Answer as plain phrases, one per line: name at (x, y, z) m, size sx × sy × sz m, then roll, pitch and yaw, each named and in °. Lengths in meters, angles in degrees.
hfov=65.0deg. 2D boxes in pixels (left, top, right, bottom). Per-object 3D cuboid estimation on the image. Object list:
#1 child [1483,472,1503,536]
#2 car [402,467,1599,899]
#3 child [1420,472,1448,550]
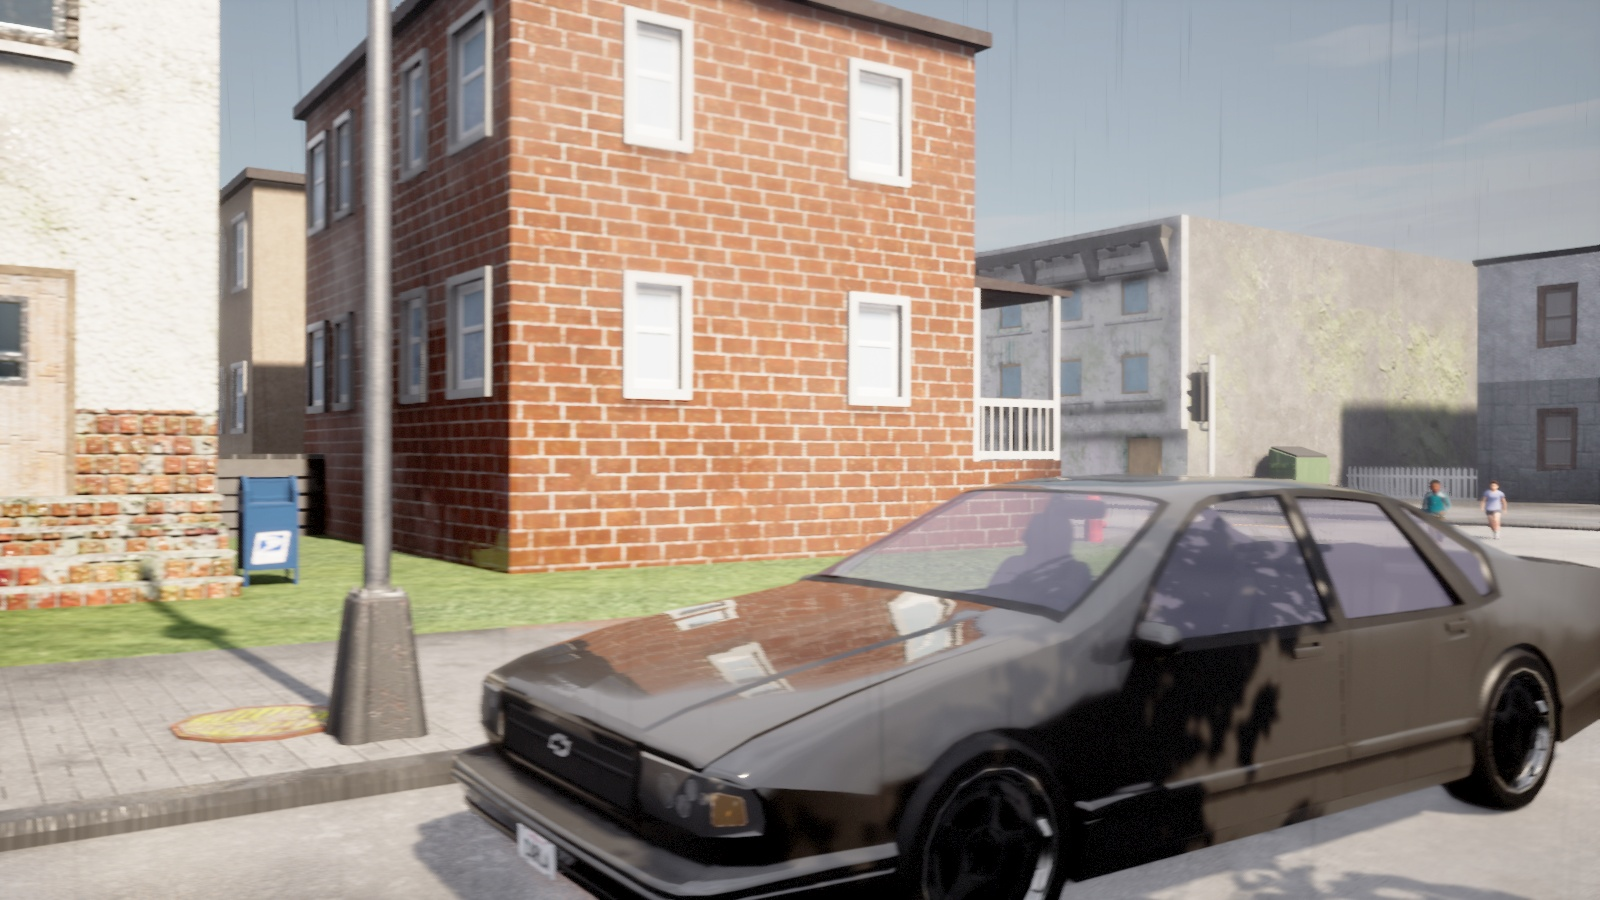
child at (12.256, 0.953, 22.209) m, size 0.255 × 1.110 × 0.394 m, roll 0°, pitch 0°, yaw 39°
car at (1.354, 0.804, 5.188) m, size 5.357 × 1.411 × 2.033 m, roll 0°, pitch 0°, yaw -34°
child at (9.847, 0.938, 19.505) m, size 0.343 × 1.192 × 0.448 m, roll 0°, pitch 0°, yaw 33°
